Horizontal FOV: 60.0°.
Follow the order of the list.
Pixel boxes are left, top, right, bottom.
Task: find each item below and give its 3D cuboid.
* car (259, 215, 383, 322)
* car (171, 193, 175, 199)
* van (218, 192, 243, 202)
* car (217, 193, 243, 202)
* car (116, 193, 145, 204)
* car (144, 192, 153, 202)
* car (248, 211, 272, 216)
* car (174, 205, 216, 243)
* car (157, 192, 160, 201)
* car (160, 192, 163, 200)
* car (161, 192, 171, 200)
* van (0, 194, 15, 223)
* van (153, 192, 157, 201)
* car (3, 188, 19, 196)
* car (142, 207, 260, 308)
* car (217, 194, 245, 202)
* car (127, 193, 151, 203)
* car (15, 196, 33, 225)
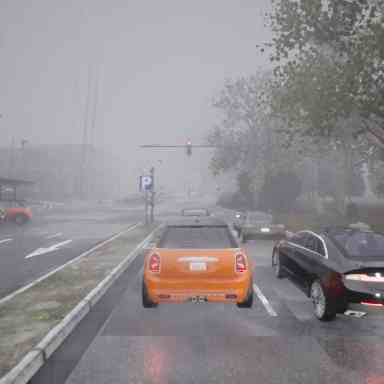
[{"bbox_3d":[3.102,1.501,7.245,2.128,1.511,4.902,0,0,0],"label":"car"},{"bbox_3d":[-8.085,1.064,87.969,5.566,2.045,2.435,-1,0,-12],"label":"car"},{"bbox_3d":[7.224,1.041,63.638,4.442,1.987,1.878,1,0,-14],"label":"van"},{"bbox_3d":[7.604,1.140,66.608,4.553,1.767,2.185,1,0,-14],"label":"car"},{"bbox_3d":[-11.502,1.357,61.026,4.792,1.488,2.163,-1,0,-15],"label":"car"},{"bbox_3d":[-10.860,1.314,64.018,5.366,1.575,1.946,-1,0,-15],"label":"car"},{"bbox_3d":[3.145,1.587,16.157,1.994,1.385,4.181,0,0,1],"label":"car"},{"bbox_3d":[0.154,1.531,17.207,1.837,1.490,4.892,0,0,1],"label":"car"},{"bbox_3d":[-10.081,1.320,72.982,4.892,1.521,2.231,-1,0,-14],"label":"car"},{"bbox_3d":[-9.711,1.358,75.978,4.674,1.452,2.002,-1,0,-13],"label":"car"},{"bbox_3d":[-8.532,1.356,84.963,4.674,1.452,2.002,-1,0,-12],"label":"car"},{"bbox_3d":[-13.622,1.296,20.240,4.442,1.987,1.878,-1,0,-20],"label":"van"},{"bbox_3d":[-10.306,1.092,70.011,4.442,1.987,1.878,-1,0,-14],"label":"van"},{"bbox_3d":[-28.214,0.136,51.878,2.002,1.452,4.674,6,-3,-19],"label":"car"},{"bbox_3d":[0.104,1.363,8.121,2.097,1.767,4.553,0,0,0],"label":"car"},{"bbox_3d":[8.138,1.262,69.602,5.366,1.575,1.946,1,0,-13],"label":"car"},{"bbox_3d":[-10.769,1.195,66.970,4.553,1.767,2.185,-1,0,-14],"label":"car"},{"bbox_3d":[-13.649,1.402,23.217,4.553,1.767,2.185,-1,0,-19],"label":"car"}]
